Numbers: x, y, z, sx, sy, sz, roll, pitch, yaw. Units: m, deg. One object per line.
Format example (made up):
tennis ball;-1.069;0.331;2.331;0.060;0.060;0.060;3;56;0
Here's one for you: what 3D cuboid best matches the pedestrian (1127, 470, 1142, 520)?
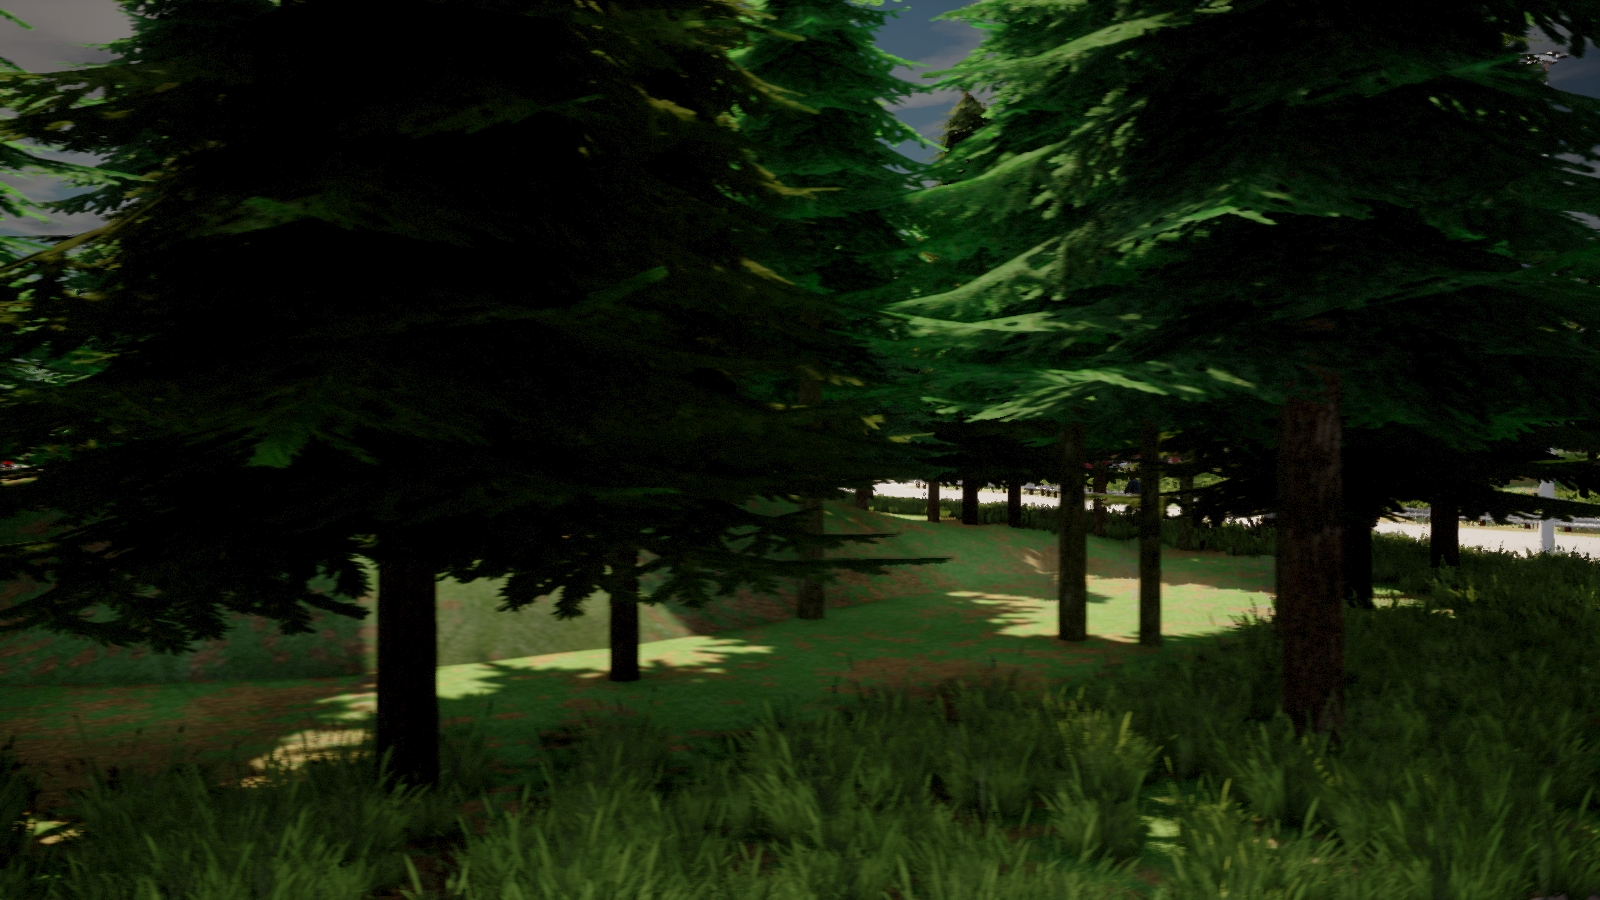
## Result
pedestrian;12.614;1.705;43.127;0.375;1.860;0.375;0;0;-27
